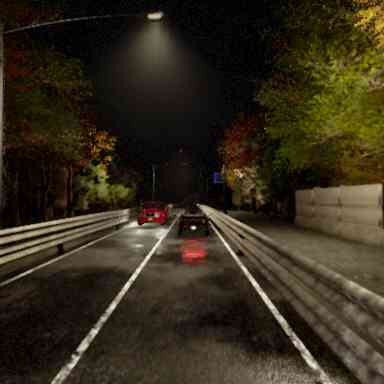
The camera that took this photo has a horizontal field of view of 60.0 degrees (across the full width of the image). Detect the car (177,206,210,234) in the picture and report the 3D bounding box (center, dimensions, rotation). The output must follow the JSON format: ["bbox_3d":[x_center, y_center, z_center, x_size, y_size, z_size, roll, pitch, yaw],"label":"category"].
[{"bbox_3d":[0.089,1.853,21.546,1.837,1.490,4.892,0,-1,0],"label":"car"}]

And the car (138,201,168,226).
[{"bbox_3d":[-3.263,1.834,28.721,2.150,2.045,5.566,0,-1,0],"label":"car"}]

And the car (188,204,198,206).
[{"bbox_3d":[0.081,2.435,44.877,1.837,1.490,4.892,0,-2,0],"label":"car"}]
